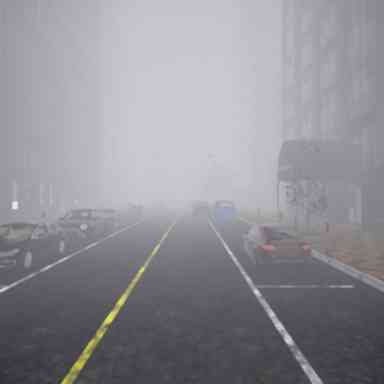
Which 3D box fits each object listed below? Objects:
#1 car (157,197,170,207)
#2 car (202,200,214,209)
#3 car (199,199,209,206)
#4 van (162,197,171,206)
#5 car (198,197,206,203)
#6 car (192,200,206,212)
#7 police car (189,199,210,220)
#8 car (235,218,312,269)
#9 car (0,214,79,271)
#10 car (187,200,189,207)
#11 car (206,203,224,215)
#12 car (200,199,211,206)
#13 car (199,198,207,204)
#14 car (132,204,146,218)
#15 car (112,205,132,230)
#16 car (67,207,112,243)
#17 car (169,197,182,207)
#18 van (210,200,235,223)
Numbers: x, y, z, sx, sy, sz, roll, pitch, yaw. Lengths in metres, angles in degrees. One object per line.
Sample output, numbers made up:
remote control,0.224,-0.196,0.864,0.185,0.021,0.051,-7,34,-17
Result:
car,-5.674,2.154,62.486,2.008,1.369,4.403,0,-1,0
car,2.705,2.133,56.787,1.802,1.307,4.206,0,-1,0
car,2.710,2.253,73.864,2.008,1.369,4.403,0,0,0
van,-5.670,2.043,73.872,1.690,1.788,3.998,0,0,0
car,2.715,2.278,90.942,1.967,1.590,4.097,0,0,0
car,0.913,1.940,47.346,1.882,1.535,5.008,0,-1,0
police car,0.908,1.736,31.457,1.930,1.638,5.238,0,-1,0
car,2.693,1.700,11.251,1.802,1.307,4.206,0,-1,0
car,-5.688,1.669,11.255,2.008,1.369,4.403,0,-1,0
car,0.018,2.121,67.107,1.882,1.535,5.008,0,0,0
car,2.701,1.971,39.710,1.802,1.307,4.206,0,-1,0
car,2.709,2.205,68.172,2.008,1.369,4.403,0,0,0
car,2.714,2.233,85.250,1.967,1.590,4.097,0,0,0
car,-5.682,1.917,34.023,1.802,1.307,4.206,0,-1,0
car,-5.685,1.778,22.640,2.008,1.369,4.403,0,-1,0
car,-5.687,1.614,16.949,1.967,1.590,4.097,0,-1,0
car,-3.001,2.154,65.237,1.812,1.442,4.674,0,-1,0
van,2.698,1.623,28.329,1.690,1.788,3.998,0,-1,0
